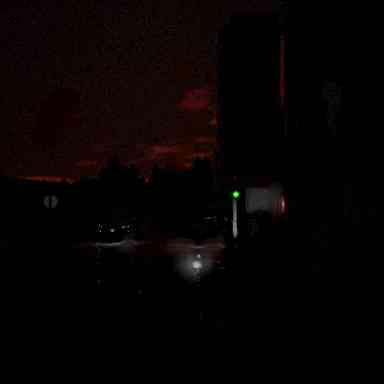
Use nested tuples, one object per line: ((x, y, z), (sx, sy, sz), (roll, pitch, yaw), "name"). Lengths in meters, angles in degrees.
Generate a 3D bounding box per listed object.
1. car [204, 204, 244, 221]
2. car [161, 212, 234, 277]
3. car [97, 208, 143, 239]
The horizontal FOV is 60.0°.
((2.748, 1.829, 28.391), (1.837, 1.490, 4.892), (-3, -2, 34), "car")
((0.099, 1.614, 10.631), (2.128, 1.511, 4.902), (0, -1, 0), "car")
((-4.002, 1.718, 19.150), (1.837, 1.490, 4.892), (0, -1, 0), "car")
